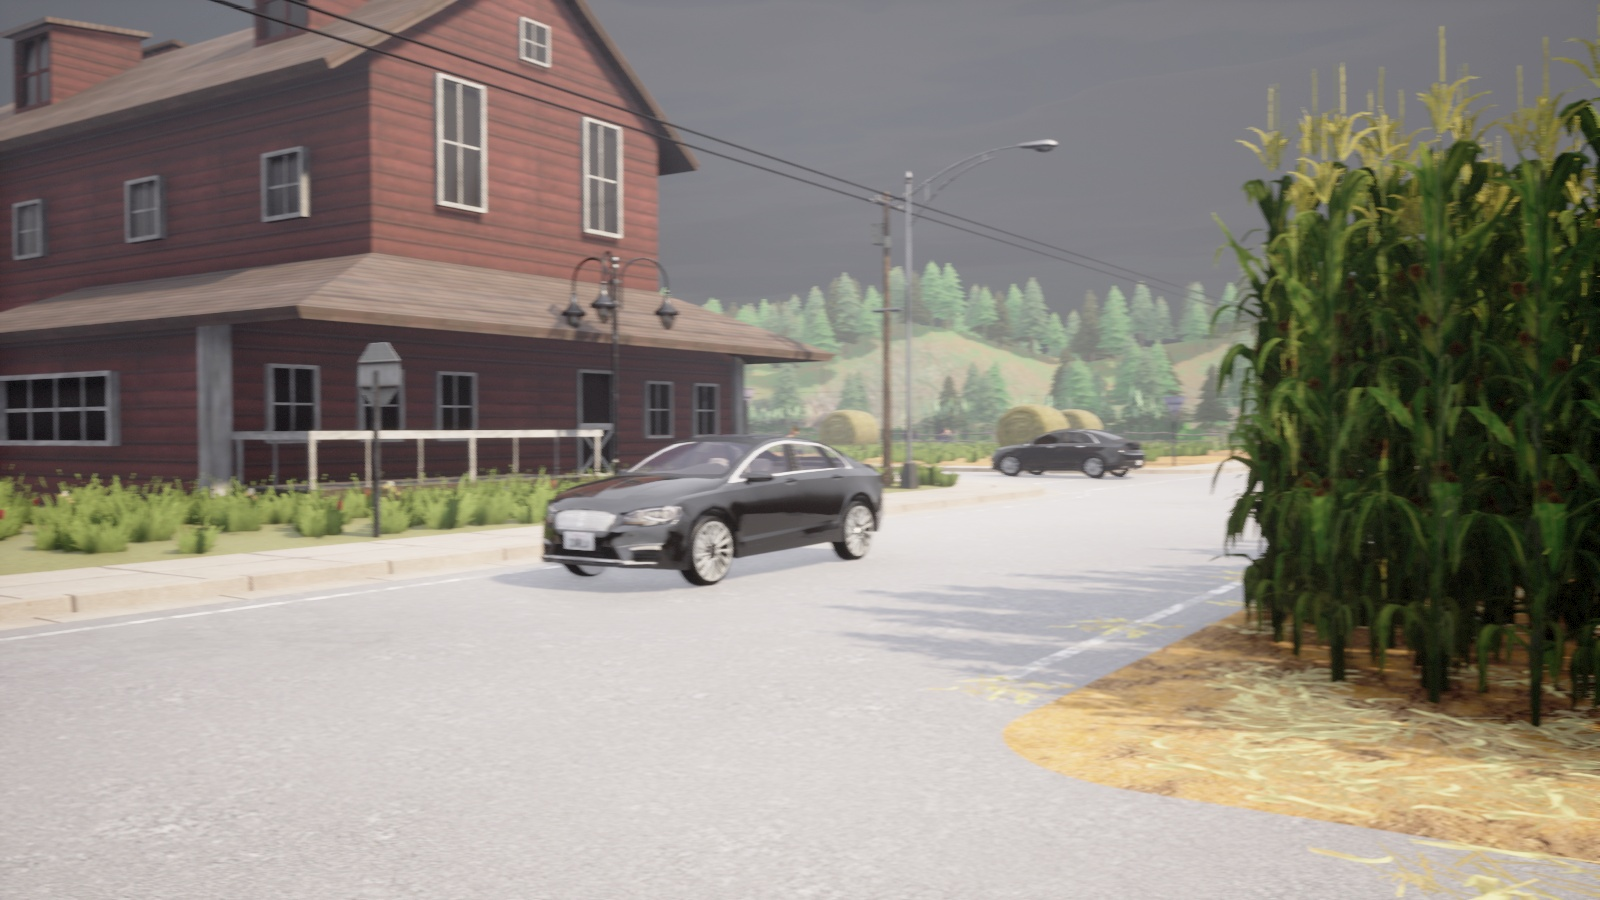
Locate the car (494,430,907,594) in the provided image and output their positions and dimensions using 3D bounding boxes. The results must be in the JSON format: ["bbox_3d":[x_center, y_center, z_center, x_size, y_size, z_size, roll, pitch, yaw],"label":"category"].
[{"bbox_3d":[-0.886,0.538,14.261,2.128,1.511,4.902,1,1,33],"label":"car"}]

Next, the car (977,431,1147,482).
[{"bbox_3d":[8.125,0.170,39.258,4.892,1.490,1.837,1,1,39],"label":"car"}]
